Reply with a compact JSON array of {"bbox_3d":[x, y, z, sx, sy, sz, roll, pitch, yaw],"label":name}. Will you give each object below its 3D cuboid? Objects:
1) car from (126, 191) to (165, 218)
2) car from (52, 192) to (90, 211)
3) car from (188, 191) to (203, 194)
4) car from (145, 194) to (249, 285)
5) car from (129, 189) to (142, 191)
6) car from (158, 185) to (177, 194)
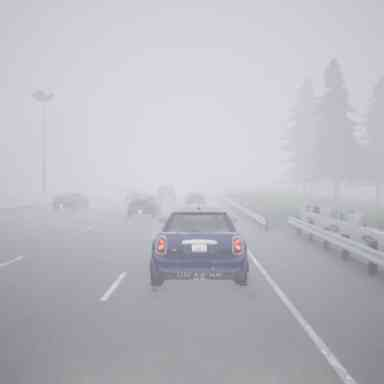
[{"bbox_3d":[-3.219,0.893,23.053,1.837,1.490,4.892,0,1,0],"label":"car"},{"bbox_3d":[-10.179,0.750,28.317,1.837,1.490,4.892,0,1,0],"label":"car"},{"bbox_3d":[0.346,0.676,31.528,1.837,1.490,4.892,0,1,0],"label":"car"},{"bbox_3d":[0.170,1.112,8.918,2.097,1.767,4.553,0,1,0],"label":"car"},{"bbox_3d":[-6.600,0.464,39.403,1.837,1.490,4.892,0,1,0],"label":"car"},{"bbox_3d":[-3.088,0.132,41.360,2.150,2.045,5.566,0,1,0],"label":"car"}]
